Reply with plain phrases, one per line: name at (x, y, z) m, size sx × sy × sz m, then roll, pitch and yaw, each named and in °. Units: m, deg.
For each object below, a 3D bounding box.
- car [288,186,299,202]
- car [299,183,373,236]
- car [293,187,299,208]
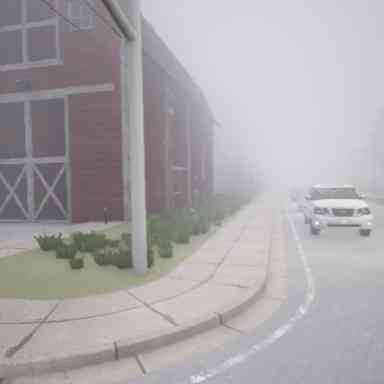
car at (11.231, 0.324, 34.380) m, size 1.895 × 1.301 × 4.718 m, roll -1°, pitch 2°, yaw 14°
car at (6.247, 0.644, 14.863) m, size 2.150 × 2.045 × 5.566 m, roll -1°, pitch 2°, yaw 14°
car at (8.725, 0.601, 24.572) m, size 1.812 × 1.442 × 4.674 m, roll -1°, pitch 2°, yaw 14°
